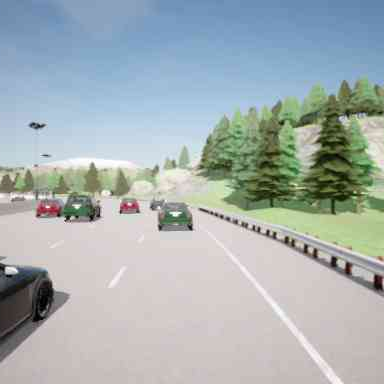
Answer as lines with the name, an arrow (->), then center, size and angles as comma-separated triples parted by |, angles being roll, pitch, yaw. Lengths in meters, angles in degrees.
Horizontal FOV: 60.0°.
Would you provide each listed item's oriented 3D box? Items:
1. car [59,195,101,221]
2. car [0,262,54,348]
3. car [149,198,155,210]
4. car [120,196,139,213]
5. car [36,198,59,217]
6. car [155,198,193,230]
car -> -8.906, 1.239, 27.382 | 2.150, 2.045, 5.566 | 0, 0, -8
car -> -3.553, 1.571, 4.596 | 1.994, 1.385, 4.181 | 0, 0, -1
car -> -4.319, 1.500, 41.865 | 2.128, 1.511, 4.902 | 0, 0, -11
car -> -7.045, 1.366, 37.583 | 2.097, 1.767, 4.553 | 0, 0, -10
car -> -13.096, 1.377, 31.554 | 2.097, 1.767, 4.553 | 0, 0, -9
car -> -1.164, 1.354, 21.398 | 2.097, 1.767, 4.553 | 0, 0, -6
